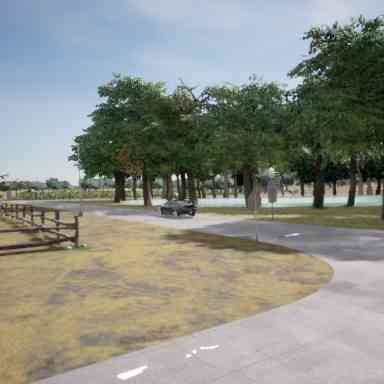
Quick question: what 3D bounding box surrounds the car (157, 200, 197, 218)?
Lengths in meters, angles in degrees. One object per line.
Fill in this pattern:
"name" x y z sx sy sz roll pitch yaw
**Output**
"car" -1.474 1.512 30.854 1.837 1.490 4.892 -3 1 -35
